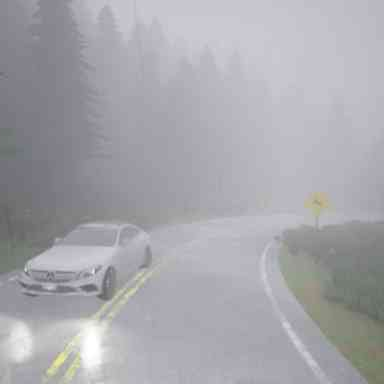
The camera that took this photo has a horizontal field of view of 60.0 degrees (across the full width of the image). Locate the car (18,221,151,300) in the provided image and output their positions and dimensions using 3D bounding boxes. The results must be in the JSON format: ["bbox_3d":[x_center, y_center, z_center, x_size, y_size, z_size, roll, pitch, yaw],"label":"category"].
[{"bbox_3d":[-2.354,1.517,8.601,1.812,1.442,4.674,0,0,8],"label":"car"}]
